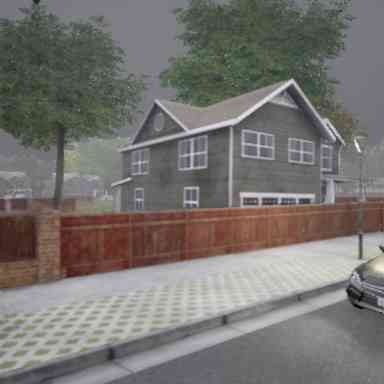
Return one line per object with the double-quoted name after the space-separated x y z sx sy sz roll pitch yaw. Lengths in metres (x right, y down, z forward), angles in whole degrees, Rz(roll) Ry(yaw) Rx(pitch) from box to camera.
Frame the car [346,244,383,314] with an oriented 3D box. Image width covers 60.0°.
5.005 1.501 6.616 4.674 1.442 1.812 0 0 -35 "car"
